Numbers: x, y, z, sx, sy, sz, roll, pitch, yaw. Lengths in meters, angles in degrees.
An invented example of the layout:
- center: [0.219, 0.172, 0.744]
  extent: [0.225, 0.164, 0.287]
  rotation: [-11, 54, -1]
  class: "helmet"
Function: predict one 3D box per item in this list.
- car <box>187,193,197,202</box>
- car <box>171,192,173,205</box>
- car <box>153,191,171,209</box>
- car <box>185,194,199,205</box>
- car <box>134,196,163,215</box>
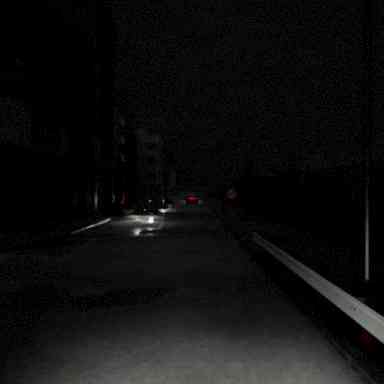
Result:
- center: [-0.007, 1.059, 61.767]
  extent: [1.882, 1.535, 5.008]
  rotation: [0, 0, 0]
  class: "car"
- center: [-4.039, 0.875, 51.065]
  extent: [2.150, 2.045, 5.566]
  rotation: [0, 0, 1]
  class: "car"
- center: [-4.090, 1.077, 40.491]
  extent: [2.097, 1.767, 4.553]
  rotation: [0, 0, 0]
  class: "car"
- center: [-0.005, 1.143, 51.347]
  extent: [2.128, 1.511, 4.902]
  rotation: [0, 0, 0]
  class: "car"
- center: [-4.097, 1.355, 30.763]
  extent: [1.994, 1.385, 4.181]
  rotation: [0, 0, 0]
  class: "car"
